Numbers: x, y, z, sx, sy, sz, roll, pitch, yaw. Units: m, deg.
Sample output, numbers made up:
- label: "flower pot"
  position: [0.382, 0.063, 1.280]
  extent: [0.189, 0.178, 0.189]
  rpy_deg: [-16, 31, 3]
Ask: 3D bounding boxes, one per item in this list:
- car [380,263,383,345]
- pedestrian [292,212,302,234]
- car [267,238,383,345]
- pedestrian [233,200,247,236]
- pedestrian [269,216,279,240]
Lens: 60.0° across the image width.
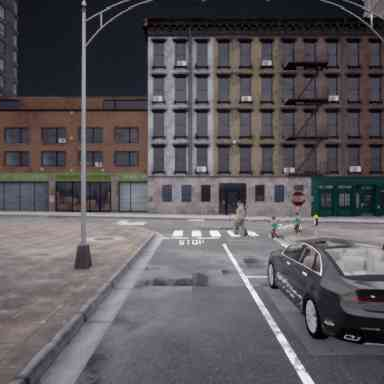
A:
- label: "car"
  position: [2.644, 1.440, 0.845]
  extent: [1.967, 1.590, 4.097]
  rpy_deg: [0, 0, 0]
- label: "pedestrian"
  position: [5.195, 1.524, 16.271]
  extent: [0.500, 1.100, 0.500]
  rpy_deg: [0, 0, 0]
- label: "car"
  position: [2.638, 1.552, 6.349]
  extent: [2.008, 1.369, 4.403]
  rpy_deg: [0, 0, 0]
- label: "pedestrian"
  position: [2.430, 1.296, 16.873]
  extent: [0.375, 1.860, 0.375]
  rpy_deg: [0, 0, 0]
- label: "pedestrian"
  position: [3.911, 1.676, 15.671]
  extent: [0.500, 1.100, 0.500]
  rpy_deg: [0, 0, 0]
